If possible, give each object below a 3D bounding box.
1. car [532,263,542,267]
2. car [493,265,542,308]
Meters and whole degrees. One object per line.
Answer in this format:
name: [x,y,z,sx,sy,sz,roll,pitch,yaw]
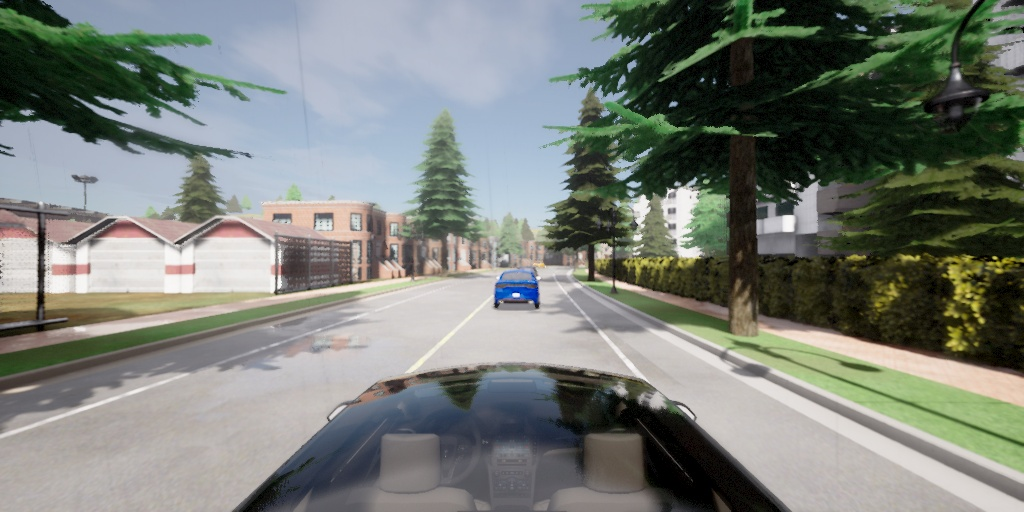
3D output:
car: [1.287,1.561,30.610,2.033,1.411,5.357,0,0,6]
car: [0.277,1.360,16.243,1.882,1.535,5.008,0,0,3]
